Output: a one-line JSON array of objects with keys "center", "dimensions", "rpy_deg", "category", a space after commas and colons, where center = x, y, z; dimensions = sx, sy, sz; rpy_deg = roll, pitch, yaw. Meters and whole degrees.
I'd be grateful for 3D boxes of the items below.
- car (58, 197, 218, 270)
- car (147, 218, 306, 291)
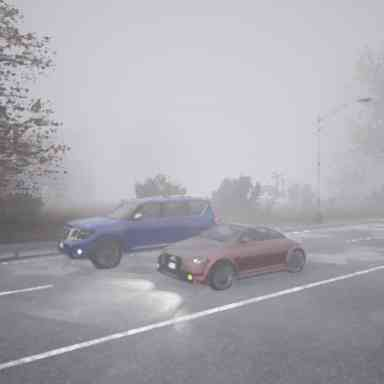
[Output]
[{"center": [-1.572, 1.214, 11.399], "dimensions": [5.566, 2.045, 2.150], "rpy_deg": [0, 0, -35], "category": "car"}, {"center": [1.170, 1.559, 9.028], "dimensions": [4.181, 1.385, 1.994], "rpy_deg": [0, 0, -35], "category": "car"}]
